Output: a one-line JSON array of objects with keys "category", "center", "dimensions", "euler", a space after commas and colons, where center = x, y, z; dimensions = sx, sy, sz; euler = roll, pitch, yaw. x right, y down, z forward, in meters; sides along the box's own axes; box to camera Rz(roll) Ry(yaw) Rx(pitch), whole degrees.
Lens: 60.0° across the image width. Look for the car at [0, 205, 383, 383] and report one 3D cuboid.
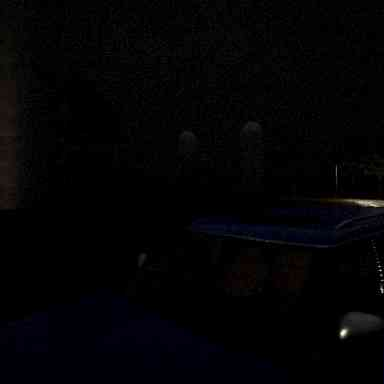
[{"category": "car", "center": [0.827, 1.212, 3.179], "dimensions": [5.566, 2.045, 2.150], "euler": [0, 1, -40]}]
